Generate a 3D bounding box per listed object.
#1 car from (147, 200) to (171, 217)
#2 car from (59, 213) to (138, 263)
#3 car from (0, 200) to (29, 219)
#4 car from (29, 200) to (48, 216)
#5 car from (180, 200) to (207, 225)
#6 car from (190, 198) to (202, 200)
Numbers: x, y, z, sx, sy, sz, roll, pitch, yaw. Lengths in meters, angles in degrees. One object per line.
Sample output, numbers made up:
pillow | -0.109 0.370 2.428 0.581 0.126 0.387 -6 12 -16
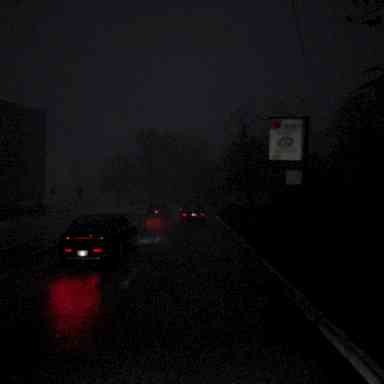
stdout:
car | -3.146 1.500 31.810 1.837 1.490 4.892 0 0 0
car | -3.152 1.503 11.999 1.837 1.490 4.892 0 0 0
car | -15.572 1.487 26.691 2.163 1.488 4.792 0 0 0
car | -15.604 1.499 32.187 2.002 1.452 4.674 -2 0 0
car | 0.092 1.544 24.312 2.033 1.411 5.357 0 0 0
car | 0.501 1.477 41.485 2.128 1.511 4.902 0 0 5
